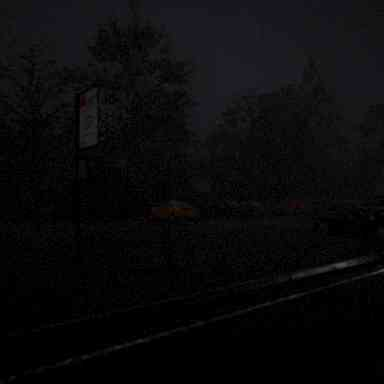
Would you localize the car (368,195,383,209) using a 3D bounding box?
[{"bbox_3d":[28.040,1.402,46.455,2.435,2.045,5.566,1,0,-36],"label":"car"}]

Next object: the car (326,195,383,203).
[{"bbox_3d":[10.648,1.195,18.051,2.435,2.045,5.566,0,0,-35],"label":"car"}]

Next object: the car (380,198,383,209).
[{"bbox_3d":[30.293,1.678,48.092,2.097,1.535,5.008,1,0,-36],"label":"car"}]

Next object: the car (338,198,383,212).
[{"bbox_3d":[21.229,1.588,41.617,2.097,1.535,5.008,1,0,-36],"label":"car"}]

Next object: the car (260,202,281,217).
[{"bbox_3d":[5.354,1.496,30.305,2.002,1.452,4.674,0,0,-35],"label":"car"}]

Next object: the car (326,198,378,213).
[{"bbox_3d":[19.066,1.564,39.851,1.946,1.575,5.366,1,0,-36],"label":"car"}]

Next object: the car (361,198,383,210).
[{"bbox_3d":[25.741,1.660,44.882,2.163,1.488,4.792,1,0,-36],"label":"car"}]

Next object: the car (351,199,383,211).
[{"bbox_3d":[23.508,1.638,43.216,2.163,1.488,4.792,1,0,-36],"label":"car"}]

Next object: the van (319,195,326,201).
[{"bbox_3d":[12.089,1.277,35.243,1.878,1.987,4.442,0,0,-35],"label":"van"}]

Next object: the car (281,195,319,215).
[{"bbox_3d":[9.910,1.360,33.509,2.185,1.767,4.553,0,0,-35],"label":"car"}]

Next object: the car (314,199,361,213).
[{"bbox_3d":[16.693,1.586,38.382,2.002,1.452,4.674,1,0,-36],"label":"car"}]

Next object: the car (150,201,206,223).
[{"bbox_3d":[-1.449,1.437,25.456,2.097,1.535,5.008,0,0,-35],"label":"car"}]

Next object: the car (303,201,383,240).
[{"bbox_3d":[8.385,1.441,16.399,2.231,1.521,4.892,0,0,-35],"label":"car"}]

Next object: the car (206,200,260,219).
[{"bbox_3d":[3.082,1.446,28.692,2.097,1.535,5.008,0,0,-35],"label":"car"}]
